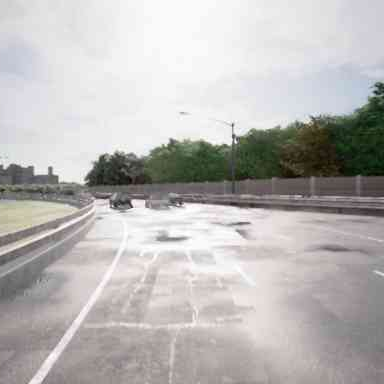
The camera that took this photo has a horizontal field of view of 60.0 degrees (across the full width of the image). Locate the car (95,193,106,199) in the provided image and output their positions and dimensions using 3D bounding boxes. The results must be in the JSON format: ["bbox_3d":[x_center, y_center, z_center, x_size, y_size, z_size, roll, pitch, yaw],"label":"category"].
[{"bbox_3d":[-19.181,0.845,70.389,1.994,1.385,4.181,-1,1,-35],"label":"car"}]

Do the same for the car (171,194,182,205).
[{"bbox_3d":[-2.817,0.991,44.070,1.837,1.490,4.892,0,1,-23],"label":"car"}]

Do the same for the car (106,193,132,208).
[{"bbox_3d":[-8.627,0.933,39.841,2.097,1.767,4.553,-1,1,-23],"label":"car"}]

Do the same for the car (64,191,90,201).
[{"bbox_3d":[-21.245,0.967,61.254,2.033,1.411,5.357,-1,1,-38],"label":"car"}]

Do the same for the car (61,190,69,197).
[{"bbox_3d":[-30.916,0.475,81.488,5.566,2.045,2.150,0,1,40],"label":"car"}]

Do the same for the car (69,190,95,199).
[{"bbox_3d":[-22.726,0.569,68.488,2.150,2.045,5.566,-1,1,-41],"label":"car"}]

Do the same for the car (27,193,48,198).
[{"bbox_3d":[-36.207,0.888,76.813,5.357,1.411,2.033,0,1,40],"label":"car"}]

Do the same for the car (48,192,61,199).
[{"bbox_3d":[-33.864,0.850,79.412,4.181,1.385,1.994,0,1,40],"label":"car"}]

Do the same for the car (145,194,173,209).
[{"bbox_3d":[-4.078,1.168,38.086,1.895,1.301,4.718,-1,1,-21],"label":"car"}]
